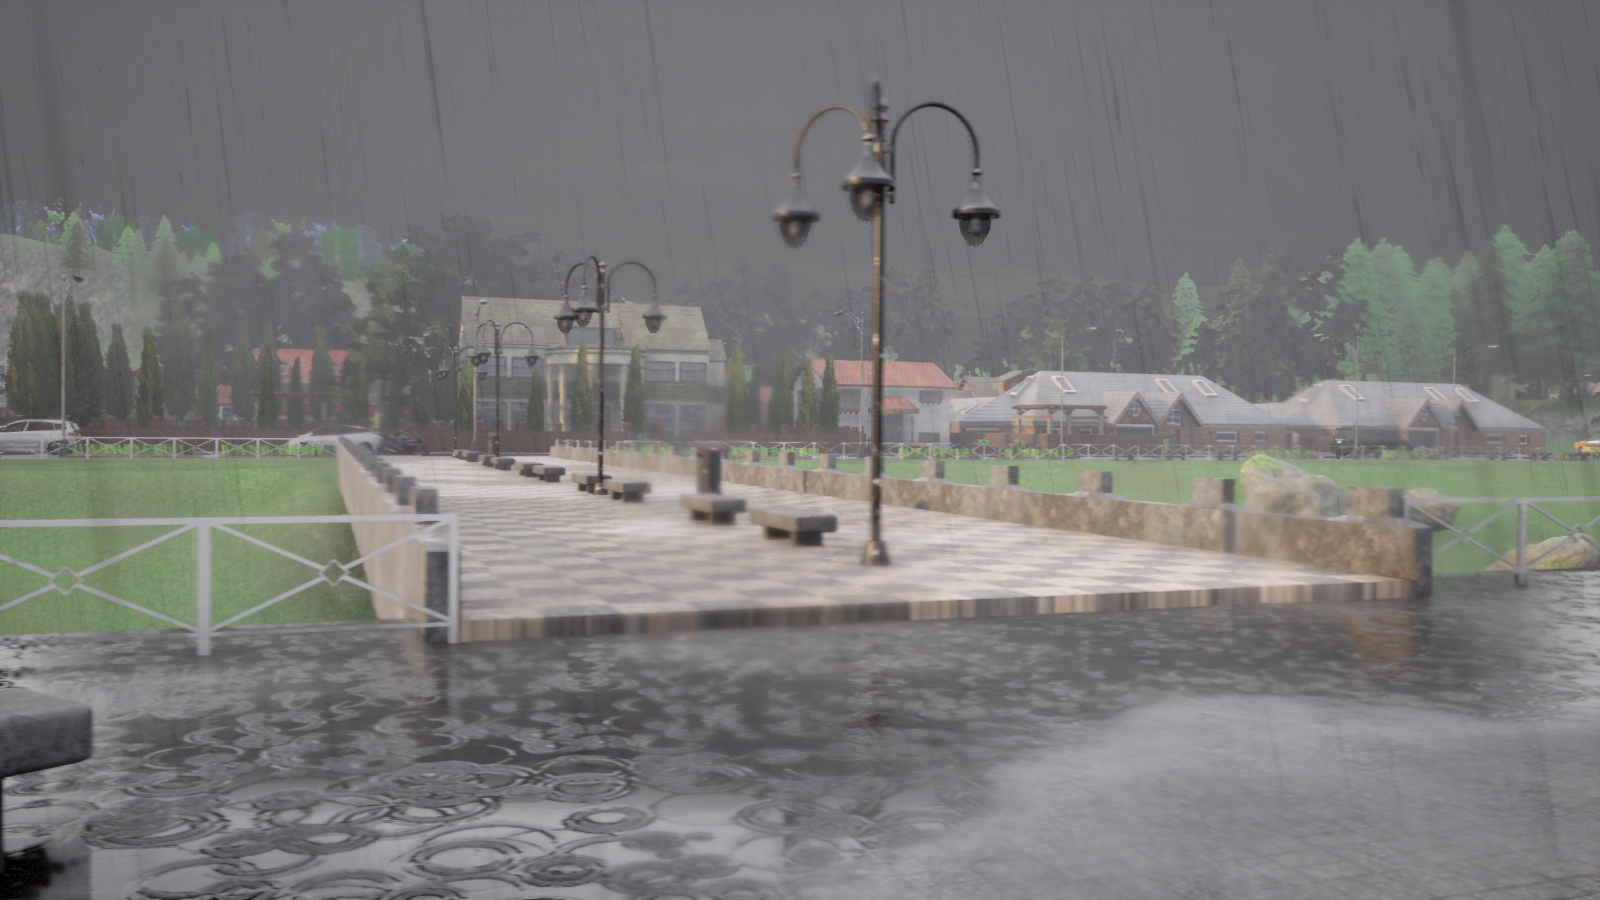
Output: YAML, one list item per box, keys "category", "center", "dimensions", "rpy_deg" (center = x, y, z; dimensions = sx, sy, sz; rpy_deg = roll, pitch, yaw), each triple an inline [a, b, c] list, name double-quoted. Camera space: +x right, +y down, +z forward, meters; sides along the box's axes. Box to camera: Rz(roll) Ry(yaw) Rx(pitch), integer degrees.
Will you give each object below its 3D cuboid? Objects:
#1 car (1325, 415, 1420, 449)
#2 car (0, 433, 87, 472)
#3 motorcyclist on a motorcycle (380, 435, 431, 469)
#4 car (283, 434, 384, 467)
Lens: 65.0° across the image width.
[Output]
- category: "car"
  center: [36.114, -1.162, 79.162]
  dimensions: [5.566, 2.045, 2.150]
  rpy_deg: [-1, 1, -21]
- category: "car"
  center: [-34.917, 0.101, 56.494]
  dimensions: [4.611, 1.667, 2.242]
  rpy_deg: [-1, 1, -21]
- category: "motorcyclist on a motorcycle"
  center: [-18.363, 0.080, 58.498]
  dimensions: [2.191, 1.530, 0.866]
  rpy_deg: [-1, 1, -21]
- category: "car"
  center: [-22.690, -0.004, 61.134]
  dimensions: [4.514, 1.525, 2.007]
  rpy_deg: [-1, 1, -21]
